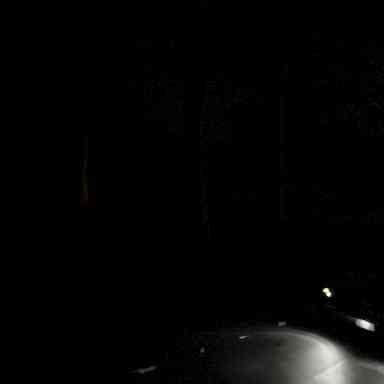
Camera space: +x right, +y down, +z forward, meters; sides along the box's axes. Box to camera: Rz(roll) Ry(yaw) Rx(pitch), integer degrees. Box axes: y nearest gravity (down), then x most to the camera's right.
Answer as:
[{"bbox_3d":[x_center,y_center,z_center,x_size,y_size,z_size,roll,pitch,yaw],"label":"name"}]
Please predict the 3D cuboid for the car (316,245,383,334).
[{"bbox_3d":[4.714,1.575,6.464,5.357,1.411,2.033,0,0,-36],"label":"car"}]
